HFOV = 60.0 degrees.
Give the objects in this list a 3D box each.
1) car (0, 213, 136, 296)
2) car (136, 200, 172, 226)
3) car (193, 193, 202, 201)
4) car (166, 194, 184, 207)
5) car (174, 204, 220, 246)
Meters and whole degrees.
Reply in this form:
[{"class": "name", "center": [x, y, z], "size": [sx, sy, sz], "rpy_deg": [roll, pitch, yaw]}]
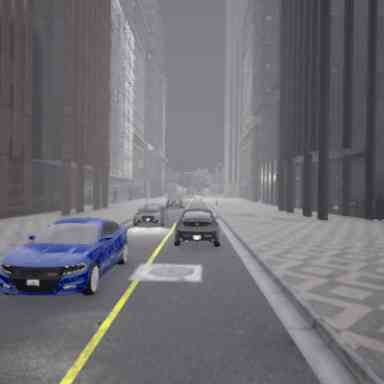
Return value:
[{"class": "car", "center": [-2.971, 1.434, 8.779], "size": [1.882, 1.535, 5.008], "rpy_deg": [1, 0, 1]}, {"class": "car", "center": [-2.706, 1.521, 22.688], "size": [1.994, 1.385, 4.181], "rpy_deg": [1, 0, 1]}, {"class": "car", "center": [1.527, 1.181, 87.613], "size": [2.150, 2.045, 5.566], "rpy_deg": [1, 0, 1]}, {"class": "car", "center": [-2.230, 1.252, 45.009], "size": [2.150, 2.045, 5.566], "rpy_deg": [1, 0, 1]}, {"class": "car", "center": [0.242, 1.511, 15.323], "size": [1.837, 1.490, 4.892], "rpy_deg": [1, 0, 1]}]
